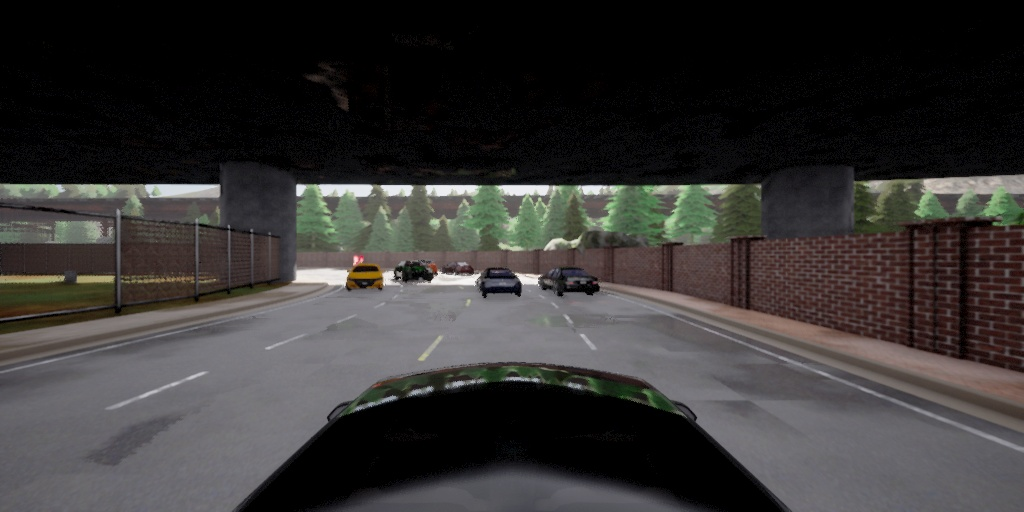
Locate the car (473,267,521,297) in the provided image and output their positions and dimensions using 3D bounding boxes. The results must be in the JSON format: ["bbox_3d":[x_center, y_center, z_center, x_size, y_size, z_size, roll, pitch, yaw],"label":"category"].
[{"bbox_3d":[-0.781,1.283,18.911,1.994,1.385,4.181,0,0,-10],"label":"car"}]

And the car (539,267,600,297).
[{"bbox_3d":[2.839,1.267,18.904,2.033,1.411,5.357,0,0,-9],"label":"car"}]

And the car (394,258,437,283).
[{"bbox_3d":[-7.596,1.055,27.578,2.097,1.767,4.553,0,0,-29],"label":"car"}]

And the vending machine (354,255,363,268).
[{"bbox_3d":[-23.154,0.851,54.099,0.880,2.100,1.100,0,0,17],"label":"vending machine"}]

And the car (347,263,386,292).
[{"bbox_3d":[-8.689,1.192,21.482,1.882,1.535,5.008,0,0,-20],"label":"car"}]

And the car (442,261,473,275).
[{"bbox_3d":[-5.812,1.249,37.679,1.994,1.385,4.181,0,0,-38],"label":"car"}]
